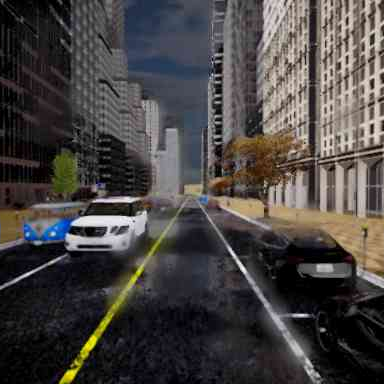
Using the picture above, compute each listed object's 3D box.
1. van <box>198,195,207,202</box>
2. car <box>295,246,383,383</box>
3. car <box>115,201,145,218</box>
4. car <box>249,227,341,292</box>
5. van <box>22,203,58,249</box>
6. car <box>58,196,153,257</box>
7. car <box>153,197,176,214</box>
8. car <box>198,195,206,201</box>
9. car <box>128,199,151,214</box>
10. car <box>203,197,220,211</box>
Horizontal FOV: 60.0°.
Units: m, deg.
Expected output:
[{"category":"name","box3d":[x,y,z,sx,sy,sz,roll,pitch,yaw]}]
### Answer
[{"category":"van","box3d":[2.642,1.479,76.286,1.690,1.788,3.998,-1,0,0]},{"category":"car","box3d":[2.679,1.568,3.159,1.947,1.339,4.313,-1,0,0]},{"category":"car","box3d":[-5.714,1.593,31.280,2.008,1.369,4.403,-1,0,0]},{"category":"car","box3d":[2.676,1.573,8.784,1.947,1.339,4.313,-1,0,0]},{"category":"van","box3d":[-5.710,1.358,14.406,1.690,1.788,3.998,-1,0,0]},{"category":"car","box3d":[-3.086,1.234,13.337,2.150,2.045,5.566,0,0,0]},{"category":"car","box3d":[-3.015,1.579,36.718,2.128,1.511,4.902,0,0,0]},{"category":"car","box3d":[2.639,1.610,87.535,1.967,1.590,4.097,-1,0,0]},{"category":"car","box3d":[-5.717,1.577,36.736,1.752,1.417,4.829,-1,0,0]},{"category":"car","box3d":[2.662,1.642,42.535,1.802,1.307,4.206,-1,0,0]}]
